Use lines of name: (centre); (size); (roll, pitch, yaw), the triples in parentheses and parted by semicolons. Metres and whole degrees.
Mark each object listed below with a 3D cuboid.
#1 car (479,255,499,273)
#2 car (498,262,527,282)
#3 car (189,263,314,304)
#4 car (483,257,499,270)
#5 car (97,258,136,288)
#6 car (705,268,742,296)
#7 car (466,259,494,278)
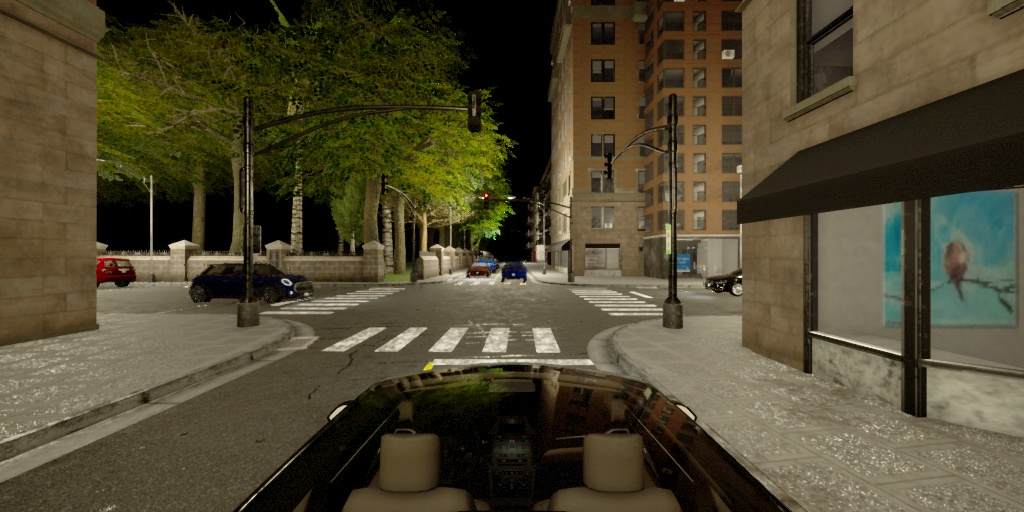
car: (-3.039, 0.933, 42.910); (2.150, 2.045, 5.566); (0, 0, 0)
car: (0.191, 1.215, 28.692); (1.882, 1.535, 5.008); (0, 0, 2)
car: (-11.283, 1.092, 15.805); (4.553, 1.767, 2.097); (0, 0, 1)
car: (-3.015, 1.044, 52.971); (2.097, 1.767, 4.553); (0, 0, 0)
car: (-25.921, 1.035, 21.775); (5.009, 1.841, 2.192); (0, 0, 1)
car: (12.691, 1.271, 18.674); (4.892, 1.490, 1.837); (0, 0, 1)
car: (-3.051, 1.293, 33.602); (1.994, 1.385, 4.181); (0, 0, 0)
